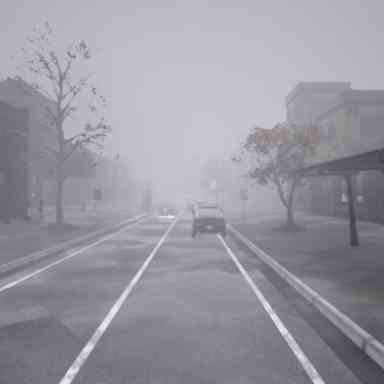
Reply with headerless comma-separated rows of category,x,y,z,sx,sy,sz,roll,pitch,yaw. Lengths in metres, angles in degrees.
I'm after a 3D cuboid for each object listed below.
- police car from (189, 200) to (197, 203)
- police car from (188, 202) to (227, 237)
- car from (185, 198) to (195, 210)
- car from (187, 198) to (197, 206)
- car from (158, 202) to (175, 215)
police car,0.904,1.781,29.625,1.930,1.638,5.238,0,-1,0
police car,0.903,1.642,19.626,1.930,1.638,5.238,0,-1,0
car,0.009,2.222,55.356,1.812,1.442,4.674,0,-1,0
car,0.011,2.084,70.325,2.097,1.767,4.553,0,0,0
car,-3.085,2.002,40.879,2.128,1.511,4.902,0,-1,0
